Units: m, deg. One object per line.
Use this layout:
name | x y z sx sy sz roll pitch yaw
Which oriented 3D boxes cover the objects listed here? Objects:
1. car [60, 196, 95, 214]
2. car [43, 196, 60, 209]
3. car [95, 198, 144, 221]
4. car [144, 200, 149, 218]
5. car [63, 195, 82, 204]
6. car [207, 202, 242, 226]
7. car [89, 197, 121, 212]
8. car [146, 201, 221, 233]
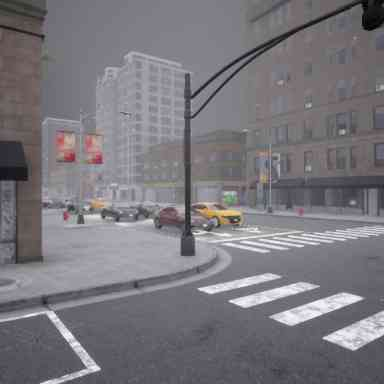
car | -11.896 1.442 35.197 2.128 1.511 4.902 0 0 -36
car | -18.228 1.290 44.039 2.097 1.767 4.553 0 0 -35
car | -5.967 1.492 26.989 1.812 1.442 4.674 0 0 -36
car | -4.178 1.485 30.065 1.812 1.442 4.674 0 0 -36
car | -21.687 1.408 60.202 1.837 1.490 4.892 0 0 -36
car | 1.265 1.451 22.502 1.882 1.535 5.008 0 0 -35
car | -10.114 1.422 38.287 1.882 1.535 5.008 0 0 -36
car | -0.646 1.505 19.615 1.812 1.442 4.674 0 0 -35
